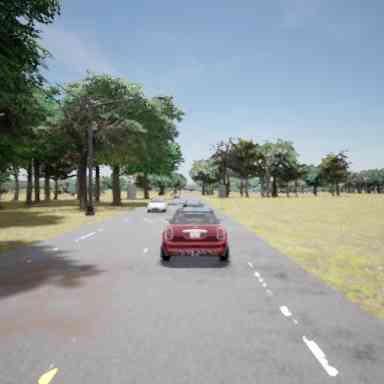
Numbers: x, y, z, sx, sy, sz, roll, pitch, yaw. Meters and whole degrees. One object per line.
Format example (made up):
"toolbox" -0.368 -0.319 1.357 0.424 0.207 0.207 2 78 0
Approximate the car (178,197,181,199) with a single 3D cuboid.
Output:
"car" 0.088 1.406 28.558 2.128 1.511 4.902 0 0 0

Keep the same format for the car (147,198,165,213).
"car" -3.600 1.419 35.241 1.812 1.442 4.674 0 0 0

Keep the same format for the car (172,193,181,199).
"car" -3.516 1.000 76.829 2.033 1.411 5.357 0 0 0

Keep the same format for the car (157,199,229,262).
"car" 0.088 1.315 12.140 2.097 1.767 4.553 0 0 0
